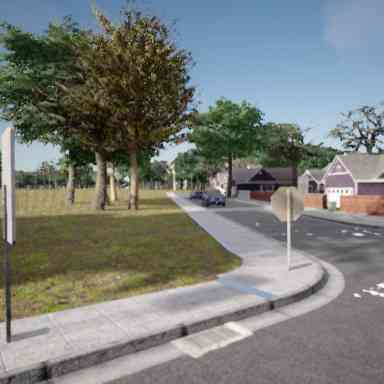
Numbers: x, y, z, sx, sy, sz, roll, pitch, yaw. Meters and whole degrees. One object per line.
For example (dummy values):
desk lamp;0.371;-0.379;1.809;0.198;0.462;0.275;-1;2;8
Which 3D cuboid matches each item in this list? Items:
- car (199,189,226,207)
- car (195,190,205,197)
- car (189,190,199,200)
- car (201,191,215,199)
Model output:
car;2.511;0.683;39.417;2.150;2.045;5.566;-1;1;-5
car;1.758;0.331;74.770;1.837;1.490;4.892;-1;1;-6
car;0.573;0.623;59.295;1.882;1.535;5.008;-1;1;-6
car;2.993;0.524;63.561;2.128;1.511;4.902;-1;1;-6
